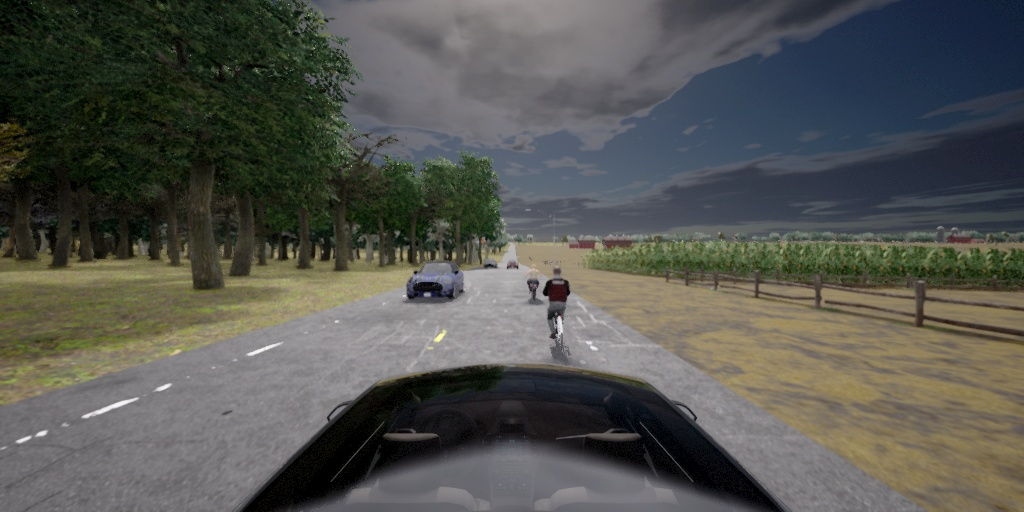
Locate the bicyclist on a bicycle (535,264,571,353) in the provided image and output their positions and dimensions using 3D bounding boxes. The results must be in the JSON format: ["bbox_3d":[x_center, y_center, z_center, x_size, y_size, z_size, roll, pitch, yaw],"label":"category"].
[{"bbox_3d":[0.964,1.096,7.858,0.659,1.776,1.843,0,0,0],"label":"bicyclist on a bicycle"}]

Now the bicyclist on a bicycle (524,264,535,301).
[{"bbox_3d":[0.966,1.142,16.099,0.866,1.612,1.509,0,1,0],"label":"bicyclist on a bicycle"}]

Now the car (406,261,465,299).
[{"bbox_3d":[-3.594,1.055,17.494,2.097,1.767,4.553,0,0,0],"label":"car"}]

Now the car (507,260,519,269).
[{"bbox_3d":[0.111,1.451,58.928,1.895,1.301,4.718,0,-1,0],"label":"car"}]

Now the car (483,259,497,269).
[{"bbox_3d":[-3.556,1.203,59.017,2.097,1.767,4.553,0,-1,0],"label":"car"}]
